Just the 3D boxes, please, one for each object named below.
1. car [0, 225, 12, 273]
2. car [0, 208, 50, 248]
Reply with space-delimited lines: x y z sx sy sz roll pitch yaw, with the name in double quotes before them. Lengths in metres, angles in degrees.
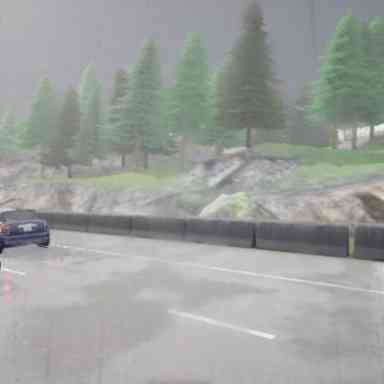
"car" -6.951 1.637 8.899 4.181 1.385 1.994 -1 0 35
"car" -8.003 1.443 13.924 4.553 1.767 2.097 -1 0 35
